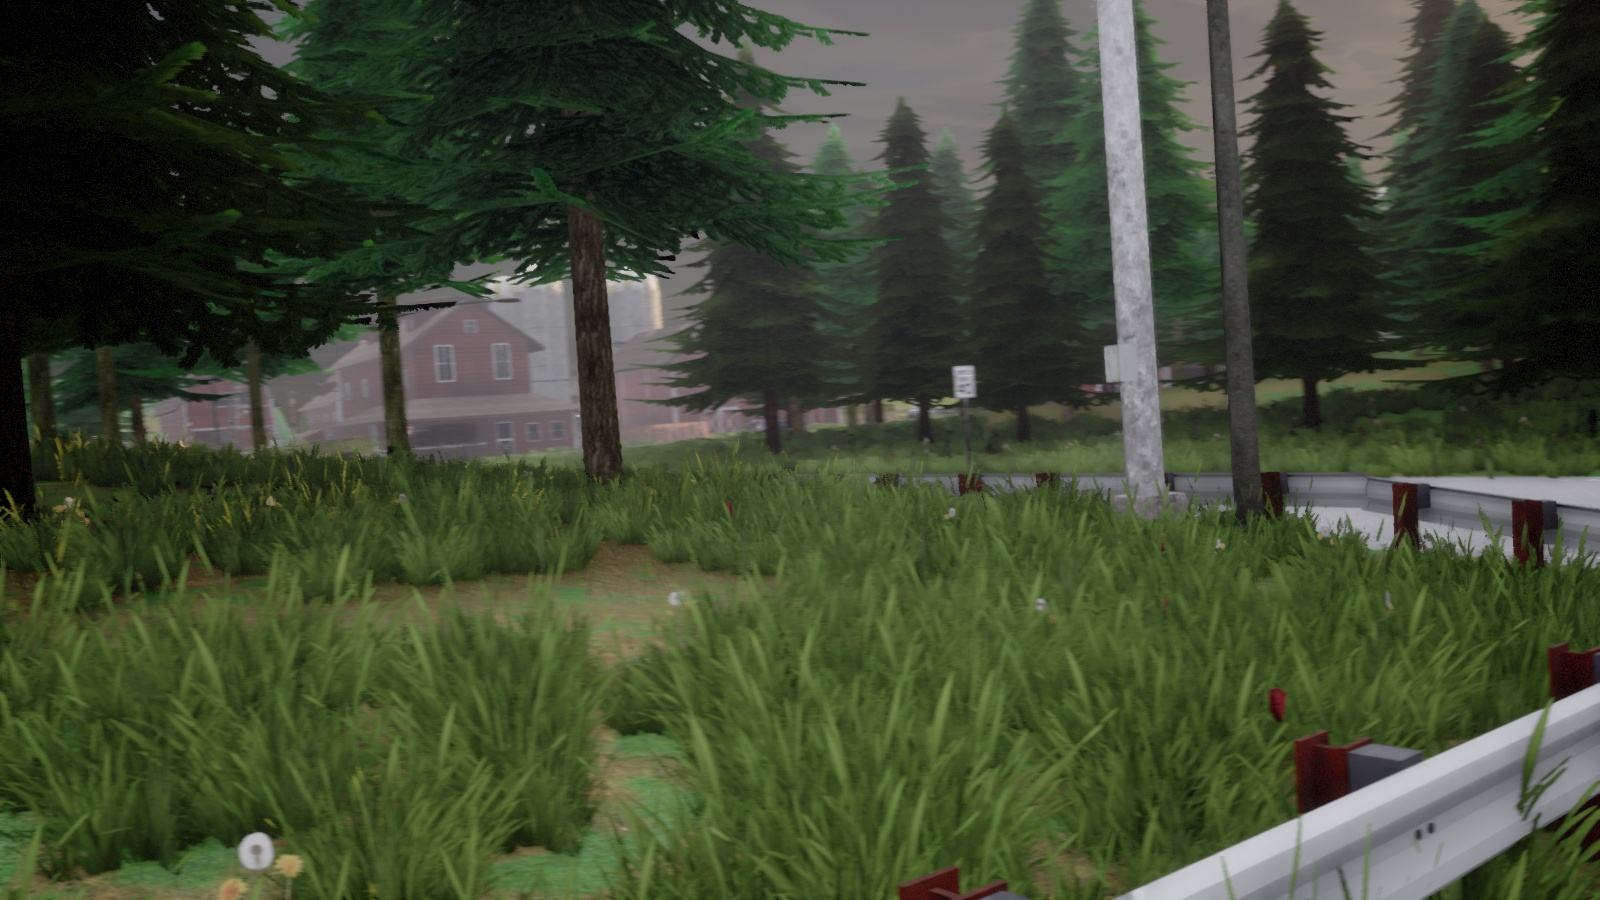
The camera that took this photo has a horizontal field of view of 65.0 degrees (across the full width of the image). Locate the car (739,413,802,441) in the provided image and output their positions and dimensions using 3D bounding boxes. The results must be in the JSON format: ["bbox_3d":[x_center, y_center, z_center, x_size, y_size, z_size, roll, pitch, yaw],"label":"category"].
[{"bbox_3d":[-2.114,-1.639,90.169,3.988,1.617,1.851,-6,2,-34],"label":"car"}]
